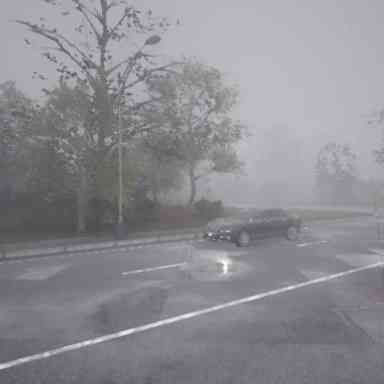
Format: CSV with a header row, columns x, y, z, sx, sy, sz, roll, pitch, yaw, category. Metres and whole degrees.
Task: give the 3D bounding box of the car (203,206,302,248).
x,y,z,sx,sy,sz,roll,pitch,yaw,category
2.706,1.396,14.392,4.892,1.490,1.837,-1,0,-35,car
